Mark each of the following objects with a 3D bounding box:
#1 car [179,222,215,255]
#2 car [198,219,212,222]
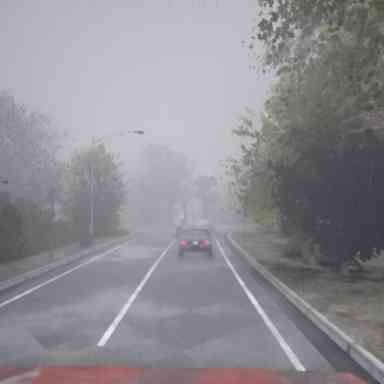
[{"bbox_3d":[0.215,2.697,19.021,2.033,1.411,5.357,-1,-3,1],"label":"car"},{"bbox_3d":[1.420,3.673,35.697,1.812,1.442,4.674,-1,-4,8],"label":"car"}]
